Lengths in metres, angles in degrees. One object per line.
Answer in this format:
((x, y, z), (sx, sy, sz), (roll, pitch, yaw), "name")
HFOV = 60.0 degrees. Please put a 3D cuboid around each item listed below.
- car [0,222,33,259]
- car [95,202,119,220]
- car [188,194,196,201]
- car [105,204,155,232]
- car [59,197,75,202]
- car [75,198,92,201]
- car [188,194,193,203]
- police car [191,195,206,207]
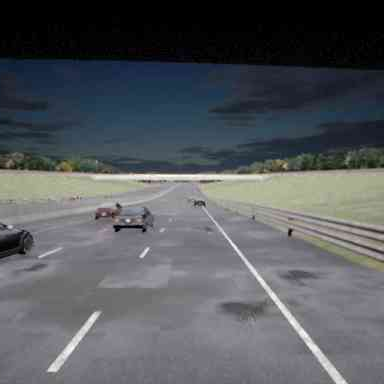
((-6.899, 1.563, 10.706), (1.994, 1.385, 4.181), (0, 0, 0), "car")
((-6.898, 1.574, 28.338), (1.812, 1.442, 4.674), (0, 0, 0), "car")
((-0.001, 1.424, 88.039), (2.097, 1.767, 4.553), (0, 1, 0), "car")
((-3.398, 1.570, 20.122), (2.033, 1.411, 5.357), (0, 0, 0), "car")
((-24.497, 1.735, 65.708), (1.882, 1.535, 5.008), (0, 0, 0), "car")
((-20.996, 1.855, 66.093), (1.895, 1.301, 4.718), (0, 0, 0), "car")
((-0.011, 1.618, 72.078), (2.128, 1.511, 4.902), (0, 0, 0), "car")
((1.228, 1.600, 53.311), (1.930, 1.638, 5.238), (0, 0, 0), "police car")
